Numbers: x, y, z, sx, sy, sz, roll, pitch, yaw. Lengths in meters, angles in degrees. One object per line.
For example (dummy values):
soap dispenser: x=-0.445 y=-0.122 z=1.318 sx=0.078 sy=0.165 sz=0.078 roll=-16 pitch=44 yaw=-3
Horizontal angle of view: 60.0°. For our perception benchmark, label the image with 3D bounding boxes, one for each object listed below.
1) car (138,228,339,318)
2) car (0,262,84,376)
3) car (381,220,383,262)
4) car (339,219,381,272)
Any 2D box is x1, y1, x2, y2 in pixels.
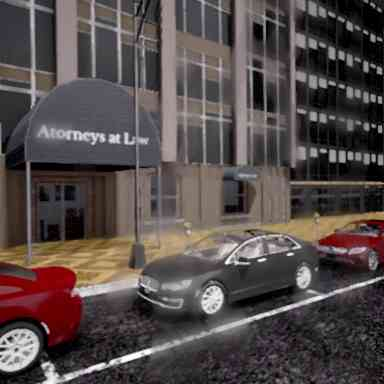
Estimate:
car: x=0.977 y=1.531 z=7.254 sx=4.403 sy=1.369 sz=2.008 roll=0 pitch=0 yaw=-35
car: x=-3.659 y=1.545 z=3.965 sx=4.507 sy=1.381 sz=1.887 roll=0 pitch=0 yaw=-35
car: x=6.980 y=1.439 z=8.323 sx=5.008 sy=1.535 sz=1.882 roll=0 pitch=0 yaw=-35
car: x=5.614 y=1.542 z=10.540 sx=4.206 sy=1.307 sz=1.802 roll=0 pitch=0 yaw=-35
